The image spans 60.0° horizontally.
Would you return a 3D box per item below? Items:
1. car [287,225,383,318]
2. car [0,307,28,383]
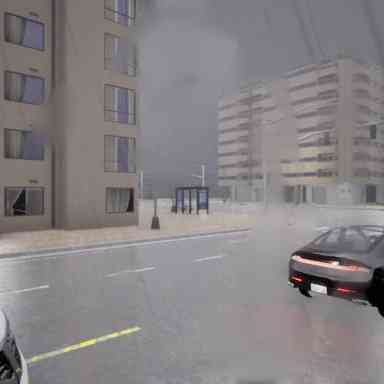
[{"bbox_3d":[4.120,1.492,7.380,4.902,1.511,2.128,0,0,-39],"label":"car"},{"bbox_3d":[-3.755,1.221,1.367,5.566,2.045,2.150,0,0,-32],"label":"car"}]
